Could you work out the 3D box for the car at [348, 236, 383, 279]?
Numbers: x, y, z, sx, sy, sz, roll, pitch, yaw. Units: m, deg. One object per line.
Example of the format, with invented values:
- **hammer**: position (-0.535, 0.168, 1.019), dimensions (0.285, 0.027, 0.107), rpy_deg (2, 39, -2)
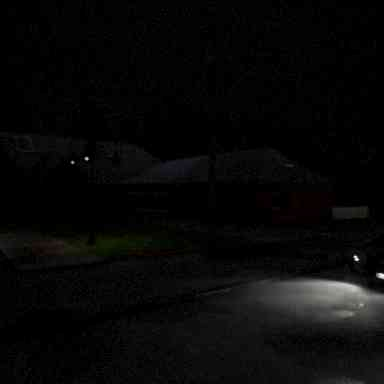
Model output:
- **car**: position (6.585, 1.559, 9.235), dimensions (5.357, 1.411, 2.033), rpy_deg (0, 0, -35)
